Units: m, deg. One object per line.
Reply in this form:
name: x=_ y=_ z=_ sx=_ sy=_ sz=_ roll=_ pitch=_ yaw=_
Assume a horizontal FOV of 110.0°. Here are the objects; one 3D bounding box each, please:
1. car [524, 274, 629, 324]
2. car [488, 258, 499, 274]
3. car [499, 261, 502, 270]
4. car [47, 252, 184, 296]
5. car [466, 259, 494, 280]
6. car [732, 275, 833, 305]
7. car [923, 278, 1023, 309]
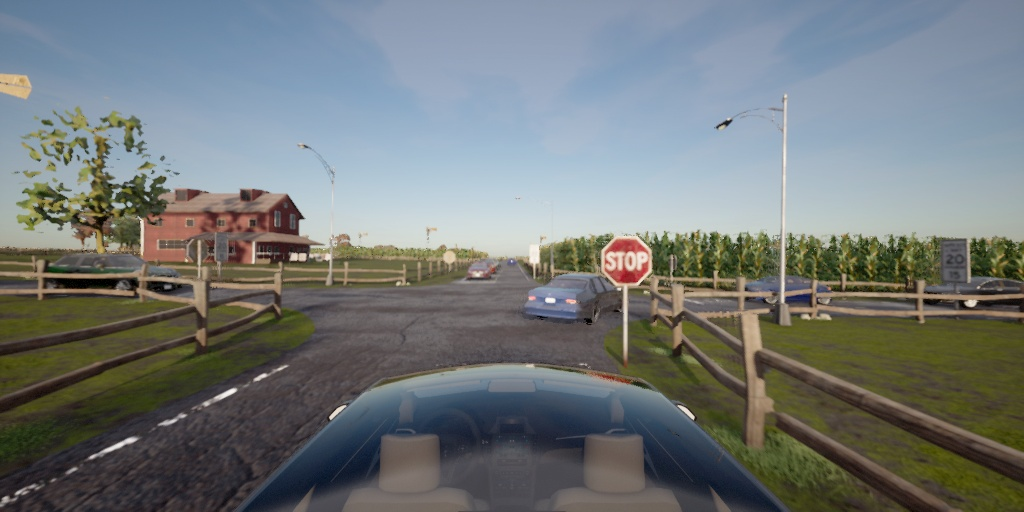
car: x=2.399 y=1.320 z=12.068 sx=2.033 sy=1.411 sz=5.357 roll=1 pitch=-1 yaw=32
car: x=-2.836 y=1.098 z=40.151 sx=2.097 sy=1.767 sz=4.553 roll=0 pitch=0 yaw=0
car: x=-2.820 y=1.102 z=49.841 sx=2.097 sy=1.767 sz=4.553 roll=0 pitch=0 yaw=0
car: x=-17.036 y=0.707 z=15.471 sx=4.553 sy=1.767 sz=2.097 roll=1 pitch=-1 yaw=0
car: x=-2.812 y=1.269 z=31.112 sx=1.812 sy=1.442 sz=4.674 roll=0 pitch=0 yaw=-1
car: x=13.605 y=1.668 z=18.163 sx=4.181 sy=1.385 sz=1.994 roll=1 pitch=-1 yaw=-1
car: x=23.479 y=1.838 z=18.077 sx=4.892 sy=1.490 sz=1.837 roll=1 pitch=-1 yaw=1
